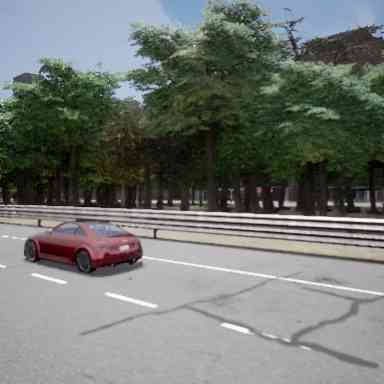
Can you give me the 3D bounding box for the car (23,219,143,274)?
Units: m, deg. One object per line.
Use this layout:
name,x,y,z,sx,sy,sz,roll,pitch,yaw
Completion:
car,-3.572,1.579,10.719,4.181,1.385,1.994,0,0,36
